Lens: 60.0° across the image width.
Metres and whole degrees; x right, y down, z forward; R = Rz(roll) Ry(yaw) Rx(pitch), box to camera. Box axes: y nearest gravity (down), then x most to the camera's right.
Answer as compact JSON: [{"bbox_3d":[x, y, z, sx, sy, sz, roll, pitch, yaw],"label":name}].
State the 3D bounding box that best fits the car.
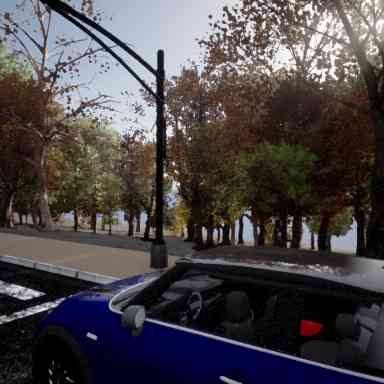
[{"bbox_3d":[0.418,1.352,3.358,4.553,1.767,2.097,0,0,34],"label":"car"}]
